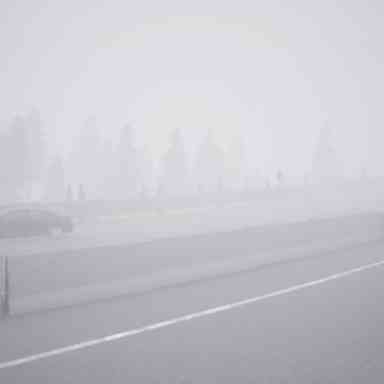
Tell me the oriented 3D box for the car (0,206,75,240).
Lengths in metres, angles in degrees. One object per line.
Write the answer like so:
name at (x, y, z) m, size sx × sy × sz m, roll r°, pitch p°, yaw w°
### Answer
car at (-8.084, 1.456, 15.407) m, size 5.008 × 1.535 × 1.882 m, roll 0°, pitch 0°, yaw -35°
